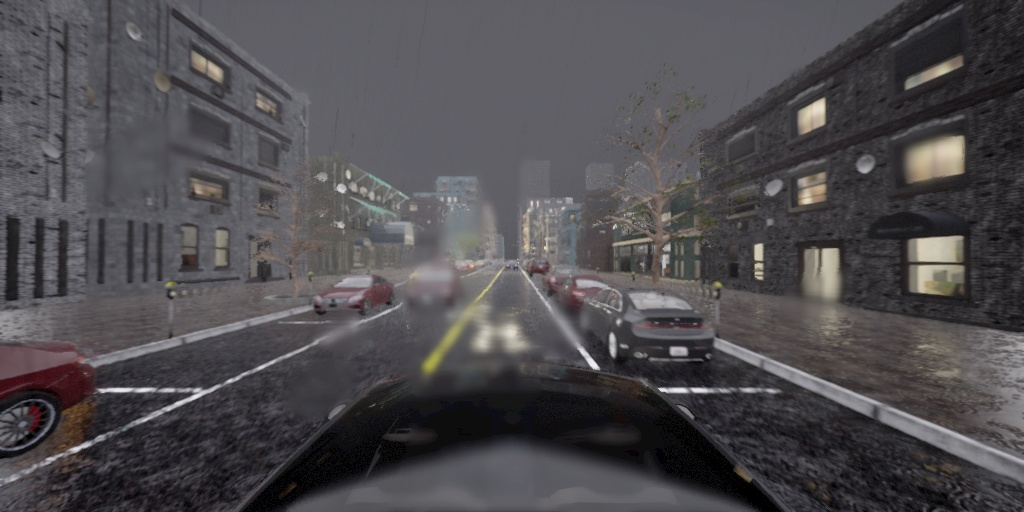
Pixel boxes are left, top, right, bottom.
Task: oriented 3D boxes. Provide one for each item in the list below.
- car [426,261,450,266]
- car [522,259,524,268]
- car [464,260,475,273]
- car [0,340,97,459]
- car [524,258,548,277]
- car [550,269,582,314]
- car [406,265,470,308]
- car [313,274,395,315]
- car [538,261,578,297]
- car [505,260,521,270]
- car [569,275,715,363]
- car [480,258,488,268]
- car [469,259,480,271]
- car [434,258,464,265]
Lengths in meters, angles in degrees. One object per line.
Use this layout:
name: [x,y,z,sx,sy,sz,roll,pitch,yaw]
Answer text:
car: [-5.701,1.302,24.400,1.751,1.417,4.829,0,0,0]
car: [2.669,1.373,46.705,1.948,1.339,4.313,0,0,0]
car: [-5.709,1.381,41.169,1.802,1.307,4.207,0,0,0]
car: [-5.689,1.333,2.438,1.802,1.307,4.207,0,0,0]
car: [2.675,1.106,35.639,2.192,1.841,5.009,0,0,0]
car: [2.685,1.346,13.507,1.802,1.307,4.207,0,0,0]
car: [-3.095,1.291,15.430,1.812,1.442,4.674,0,0,0]
car: [-5.695,1.345,13.505,1.802,1.307,4.207,0,0,0]
car: [2.683,1.210,19.040,1.967,1.591,4.097,0,0,0]
car: [-0.026,1.419,54.023,1.895,1.301,4.718,0,0,0]
car: [2.688,1.308,7.974,2.007,1.370,4.403,0,0,0]
car: [-5.790,1.360,64.777,1.751,1.417,4.829,0,0,0]
car: [-5.711,1.247,46.702,1.967,1.591,4.097,0,0,0]
car: [-5.704,1.098,30.104,2.192,1.841,5.009,0,0,0]
